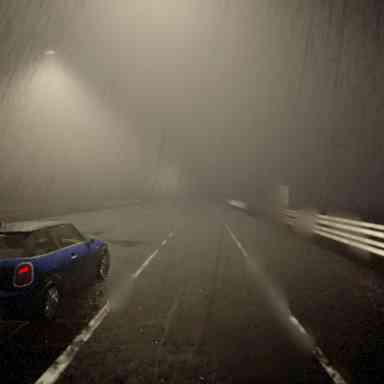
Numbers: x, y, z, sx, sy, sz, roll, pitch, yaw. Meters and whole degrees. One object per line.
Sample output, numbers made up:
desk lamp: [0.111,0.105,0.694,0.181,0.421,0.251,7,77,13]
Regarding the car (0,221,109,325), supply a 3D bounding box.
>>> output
car: [-3.417,1.418,7.458,2.097,1.767,4.553,0,-1,2]
